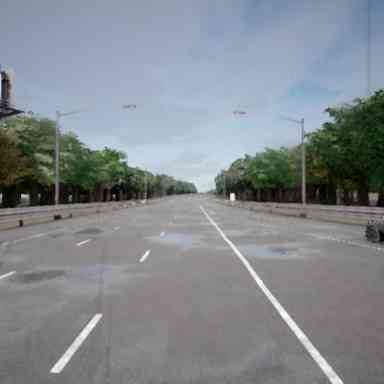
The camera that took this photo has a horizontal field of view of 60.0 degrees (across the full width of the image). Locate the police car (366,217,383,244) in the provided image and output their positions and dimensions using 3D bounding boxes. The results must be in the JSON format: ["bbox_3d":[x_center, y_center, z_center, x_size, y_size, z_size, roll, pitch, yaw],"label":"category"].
[{"bbox_3d":[9.249,1.524,13.513,2.038,1.542,4.974,0,-1,-11],"label":"police car"}]
